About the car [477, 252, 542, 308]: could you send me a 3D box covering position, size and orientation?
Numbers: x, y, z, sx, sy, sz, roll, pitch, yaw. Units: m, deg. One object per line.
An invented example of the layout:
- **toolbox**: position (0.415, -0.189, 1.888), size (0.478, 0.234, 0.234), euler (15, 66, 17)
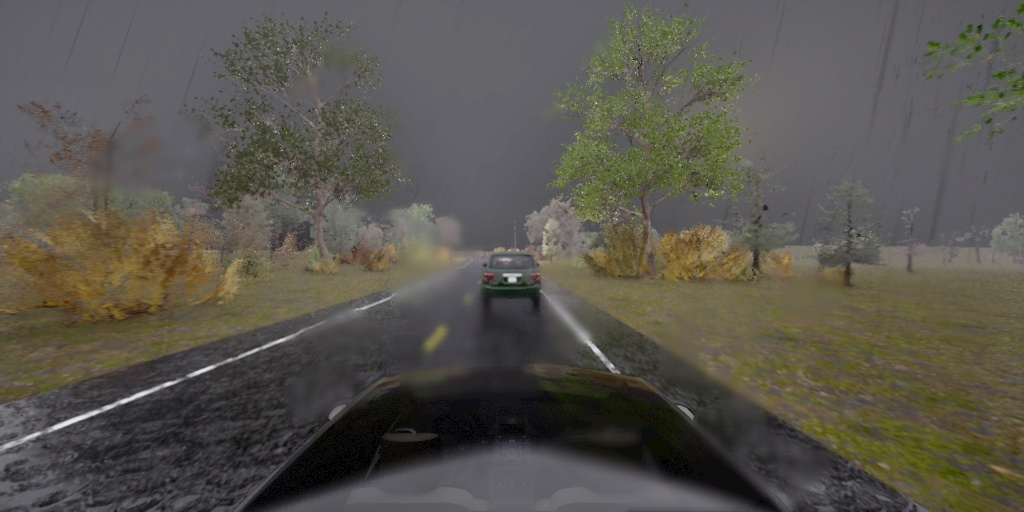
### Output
- **car**: position (-0.025, 0.836, 14.593), size (2.150, 2.045, 5.566), euler (0, 1, -1)
